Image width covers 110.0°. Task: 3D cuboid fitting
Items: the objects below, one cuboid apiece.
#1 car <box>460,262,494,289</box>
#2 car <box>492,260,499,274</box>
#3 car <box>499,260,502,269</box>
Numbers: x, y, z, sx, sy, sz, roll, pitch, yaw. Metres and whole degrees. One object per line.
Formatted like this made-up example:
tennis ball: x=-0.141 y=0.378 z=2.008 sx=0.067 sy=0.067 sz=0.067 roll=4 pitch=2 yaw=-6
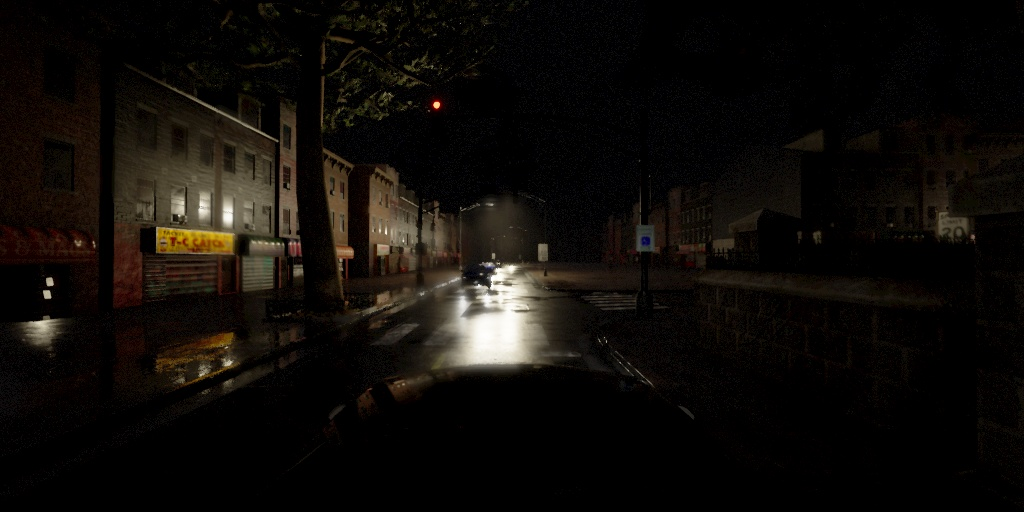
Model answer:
car: x=-2.382 y=1.284 z=23.422 sx=1.812 sy=1.442 sz=4.674 roll=0 pitch=0 yaw=-7
car: x=-2.781 y=1.373 z=39.212 sx=1.895 sy=1.301 sz=4.718 roll=0 pitch=0 yaw=0
car: x=-2.668 y=1.383 z=59.931 sx=2.033 sy=1.411 sz=5.357 roll=0 pitch=0 yaw=1
